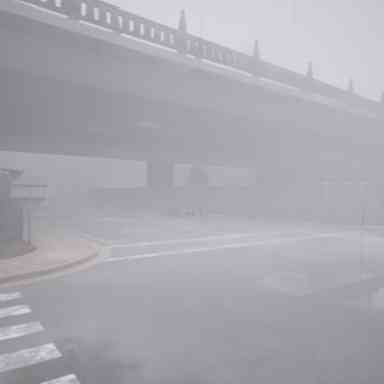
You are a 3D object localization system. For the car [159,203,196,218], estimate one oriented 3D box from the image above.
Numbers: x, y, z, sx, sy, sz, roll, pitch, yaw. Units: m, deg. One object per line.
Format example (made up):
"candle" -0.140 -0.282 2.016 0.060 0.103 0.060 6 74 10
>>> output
"car" -1.516 1.795 33.620 1.994 1.385 4.181 1 -1 -44
